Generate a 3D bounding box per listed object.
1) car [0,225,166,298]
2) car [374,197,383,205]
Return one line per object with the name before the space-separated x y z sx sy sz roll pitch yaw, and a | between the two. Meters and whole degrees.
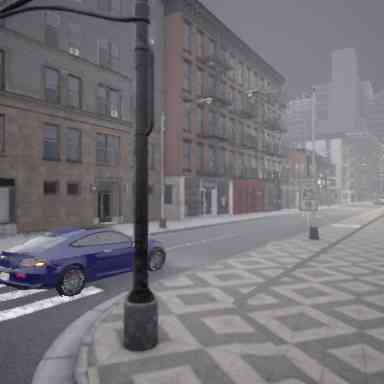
car | -2.644 1.622 8.899 1.812 1.442 4.674 0 -1 34
car | 45.360 2.481 80.535 1.994 1.385 4.181 0 -1 34
